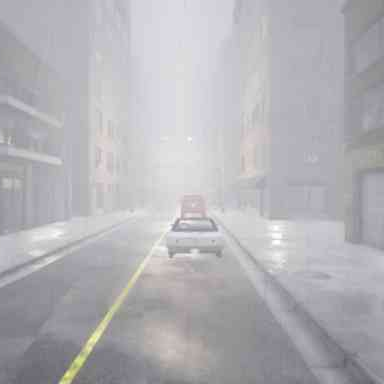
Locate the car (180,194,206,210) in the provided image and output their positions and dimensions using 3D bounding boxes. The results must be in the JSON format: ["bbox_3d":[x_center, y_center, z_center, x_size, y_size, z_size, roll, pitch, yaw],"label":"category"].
[{"bbox_3d":[0.108,1.234,30.092,2.150,2.045,5.566,0,0,0],"label":"car"}]

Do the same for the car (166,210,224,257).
[{"bbox_3d":[0.102,1.606,12.903,1.895,1.301,4.718,0,0,0],"label":"car"}]
